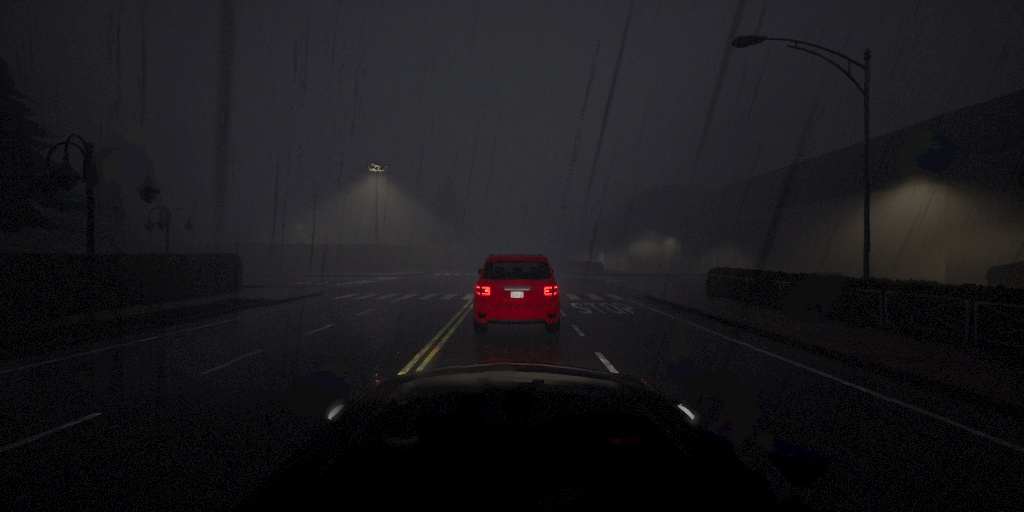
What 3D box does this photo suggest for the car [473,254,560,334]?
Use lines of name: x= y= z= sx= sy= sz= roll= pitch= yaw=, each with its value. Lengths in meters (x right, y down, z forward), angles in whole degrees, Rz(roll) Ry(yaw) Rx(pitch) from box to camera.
car: x=0.123 y=0.971 z=10.806 sx=2.150 sy=2.045 sz=5.566 roll=0 pitch=0 yaw=0

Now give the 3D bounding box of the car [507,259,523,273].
car: x=0.363 y=1.228 z=45.639 sx=1.882 sy=1.535 sz=5.008 roll=0 pitch=0 yaw=1
